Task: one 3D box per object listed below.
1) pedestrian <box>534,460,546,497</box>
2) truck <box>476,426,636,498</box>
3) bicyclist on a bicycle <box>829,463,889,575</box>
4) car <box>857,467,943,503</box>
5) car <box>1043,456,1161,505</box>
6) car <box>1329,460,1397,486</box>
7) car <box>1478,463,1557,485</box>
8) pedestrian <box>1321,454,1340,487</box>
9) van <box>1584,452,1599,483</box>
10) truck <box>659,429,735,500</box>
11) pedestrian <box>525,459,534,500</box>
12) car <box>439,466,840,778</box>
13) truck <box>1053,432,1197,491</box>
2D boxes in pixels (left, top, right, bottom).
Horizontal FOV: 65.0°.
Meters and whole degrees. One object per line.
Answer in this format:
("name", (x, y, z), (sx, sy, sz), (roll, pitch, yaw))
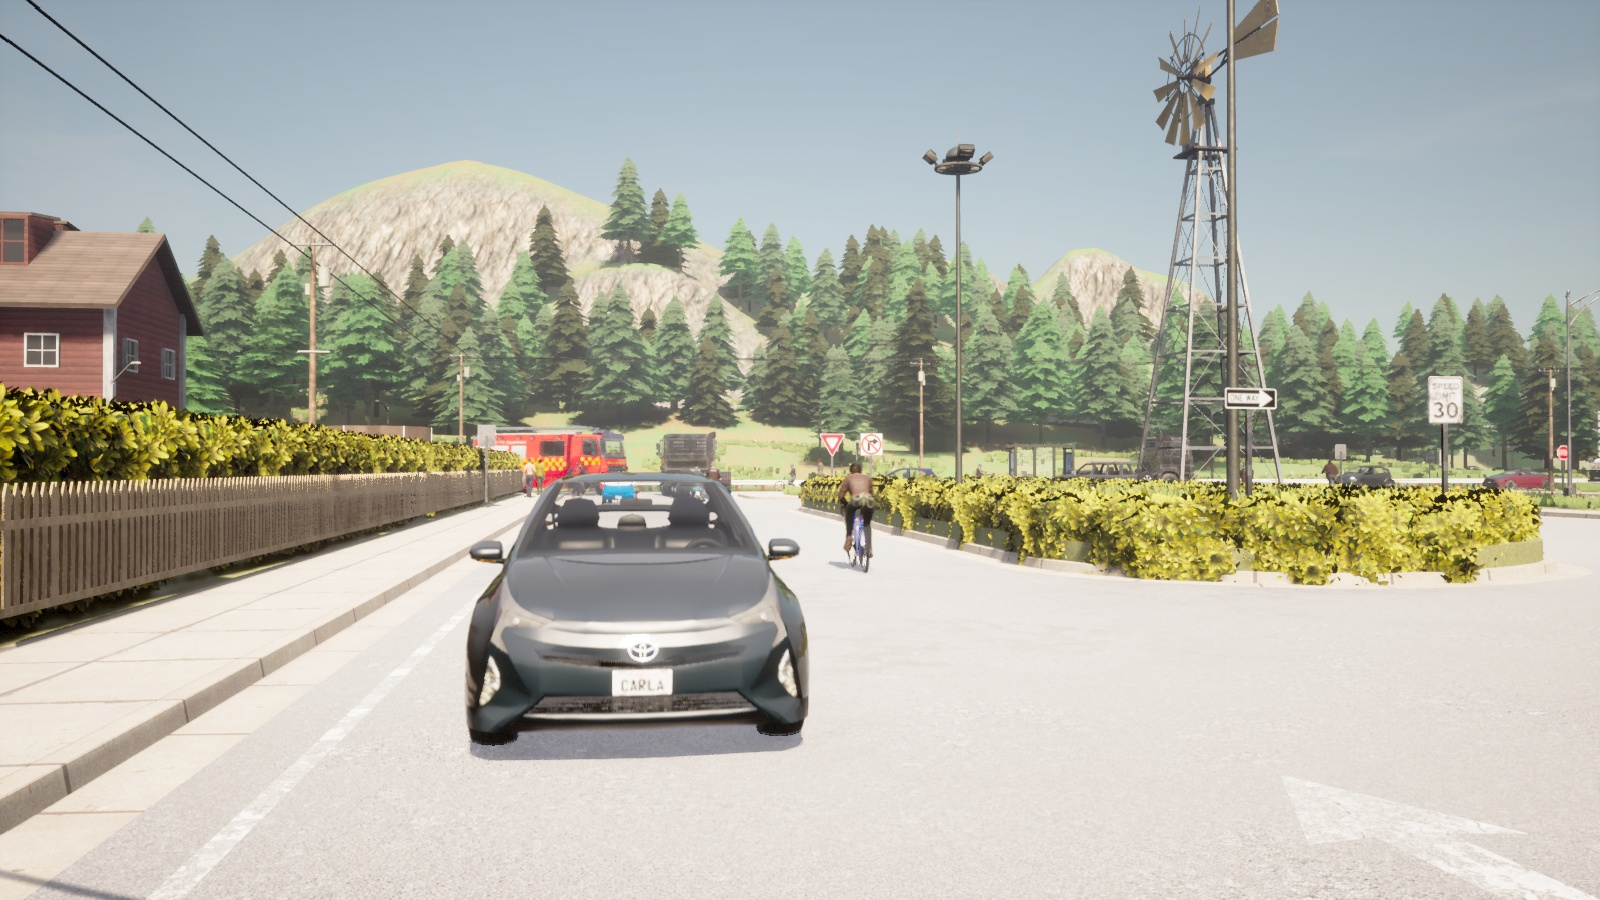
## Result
("pedestrian", (-13.154, 1.437, 63.602), (0.431, 1.840, 0.709), (-1, -1, 4))
("truck", (-13.669, 0.710, 70.198), (8.468, 3.827, 2.891), (-1, -1, 20))
("bicyclist on a bicycle", (0.878, 1.015, 19.055), (0.582, 1.620, 1.656), (0, -1, -8))
("car", (4.358, 1.518, 54.319), (3.633, 1.501, 1.845), (-1, -1, 7))
("car", (12.093, 1.203, 50.584), (1.932, 1.855, 4.605), (0, -1, -30))
("car", (36.374, 1.482, 81.147), (3.988, 1.617, 1.851), (0, -1, -25))
("car", (47.770, 1.581, 83.665), (4.181, 1.385, 1.994), (0, -1, -8))
("pedestrian", (29.393, 1.145, 69.581), (0.634, 1.844, 0.899), (0, -1, -1))
("van", (53.323, 1.148, 80.926), (4.480, 2.038, 2.069), (1, -1, -8))
("truck", (-5.481, 0.757, 65.464), (2.891, 3.462, 7.936), (0, -1, -13))
("pedestrian", (-12.445, 1.353, 57.848), (0.345, 1.836, 0.594), (0, -1, -8))
("car", (-1.122, 0.886, 8.608), (2.007, 1.525, 4.514), (0, -1, -8))
("truck", (19.659, 0.681, 76.158), (7.936, 3.462, 2.891), (0, -1, -8))
